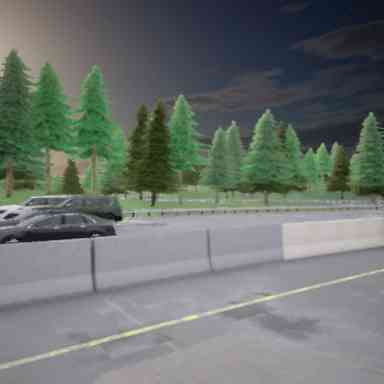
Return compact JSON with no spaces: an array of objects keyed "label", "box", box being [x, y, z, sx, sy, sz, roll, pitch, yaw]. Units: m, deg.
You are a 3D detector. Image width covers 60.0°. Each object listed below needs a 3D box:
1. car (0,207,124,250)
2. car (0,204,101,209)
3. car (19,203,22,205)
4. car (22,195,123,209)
[{"label":"car","box":[-5.414,1.522,12.924,4.892,1.490,1.837,1,0,-35]},{"label":"car","box":[-7.186,1.524,15.957,4.892,1.490,1.837,1,0,-35]},{"label":"car","box":[-10.156,1.248,22.427,5.566,2.045,2.150,0,0,-34]},{"label":"car","box":[-6.983,1.256,20.355,5.566,2.045,2.150,0,0,-34]}]
